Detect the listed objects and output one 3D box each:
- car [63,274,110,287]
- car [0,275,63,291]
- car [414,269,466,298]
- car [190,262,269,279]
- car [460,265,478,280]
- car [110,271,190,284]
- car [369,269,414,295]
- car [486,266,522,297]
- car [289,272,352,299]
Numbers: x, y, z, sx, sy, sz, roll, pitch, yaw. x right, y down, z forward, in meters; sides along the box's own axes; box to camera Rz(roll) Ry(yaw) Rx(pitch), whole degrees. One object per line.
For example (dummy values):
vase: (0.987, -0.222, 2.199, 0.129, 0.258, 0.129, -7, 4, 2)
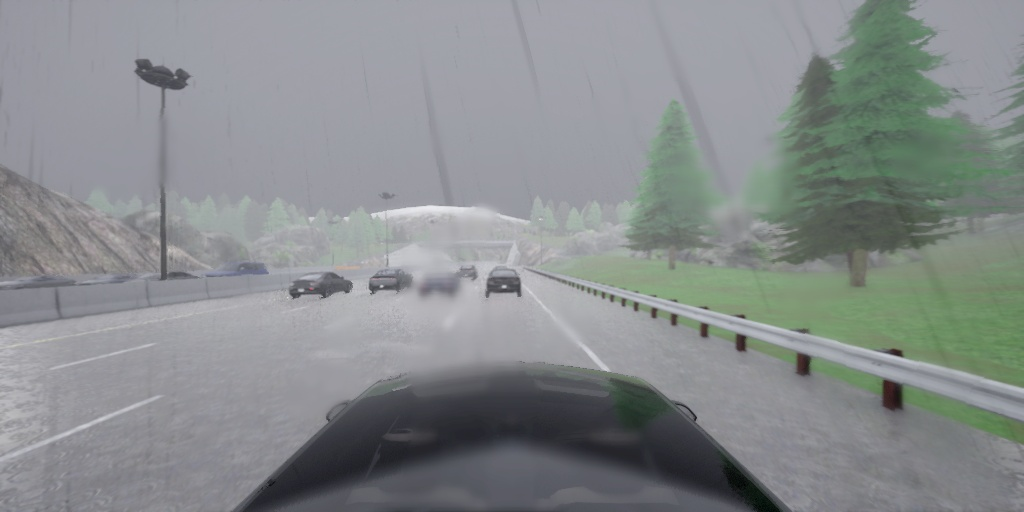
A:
car: (-28.870, 1.956, 26.044, 1.994, 1.385, 4.181, -1, -1, -2)
car: (-32.313, 1.982, 24.282, 1.994, 1.385, 4.181, -1, -1, -2)
car: (-3.978, 1.609, 20.603, 1.895, 1.301, 4.718, -1, -1, -2)
car: (-21.956, 1.550, 28.601, 2.150, 2.045, 5.566, -1, 0, -2)
car: (-4.564, 1.690, 37.277, 2.128, 1.511, 4.902, -1, -1, -2)
car: (-25.368, 1.851, 26.017, 1.837, 1.490, 4.892, -1, 0, -2)
car: (-7.567, 1.573, 23.014, 2.128, 1.511, 4.902, -1, -1, -2)
car: (-0.487, 1.443, 20.844, 1.882, 1.535, 5.008, -1, -1, -2)
car: (-10.991, 1.628, 20.841, 1.812, 1.442, 4.674, -1, -1, -2)
